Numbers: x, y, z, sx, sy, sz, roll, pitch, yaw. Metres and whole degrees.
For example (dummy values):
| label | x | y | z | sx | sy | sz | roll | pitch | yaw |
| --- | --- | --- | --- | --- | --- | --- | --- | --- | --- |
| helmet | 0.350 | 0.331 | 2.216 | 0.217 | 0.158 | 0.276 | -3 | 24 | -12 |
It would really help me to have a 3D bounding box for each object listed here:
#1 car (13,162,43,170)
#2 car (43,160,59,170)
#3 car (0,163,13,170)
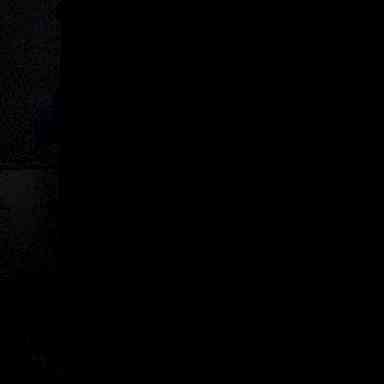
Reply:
| label | x | y | z | sx | sy | sz | roll | pitch | yaw |
| --- | --- | --- | --- | --- | --- | --- | --- | --- | --- |
| car | -21.686 | -3.440 | 45.818 | 4.892 | 1.521 | 2.231 | 1 | 1 | 27 |
| car | -16.606 | -3.435 | 43.374 | 4.553 | 1.767 | 2.185 | 2 | 1 | 26 |
| car | -26.517 | -3.511 | 48.278 | 4.674 | 1.452 | 2.002 | 1 | 1 | 28 |
